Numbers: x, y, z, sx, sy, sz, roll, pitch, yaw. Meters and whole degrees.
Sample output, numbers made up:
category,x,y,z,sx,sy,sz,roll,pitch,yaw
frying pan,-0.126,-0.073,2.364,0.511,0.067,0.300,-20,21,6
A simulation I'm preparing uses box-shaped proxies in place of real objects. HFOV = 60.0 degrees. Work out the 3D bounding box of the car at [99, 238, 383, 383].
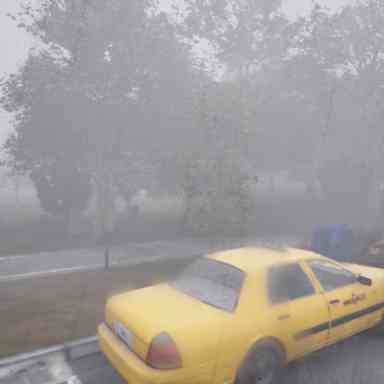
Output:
category,x,y,z,sx,sy,sz,roll,pitch,yaw
car,1.395,1.487,5.043,5.366,1.575,1.946,-1,0,-33
